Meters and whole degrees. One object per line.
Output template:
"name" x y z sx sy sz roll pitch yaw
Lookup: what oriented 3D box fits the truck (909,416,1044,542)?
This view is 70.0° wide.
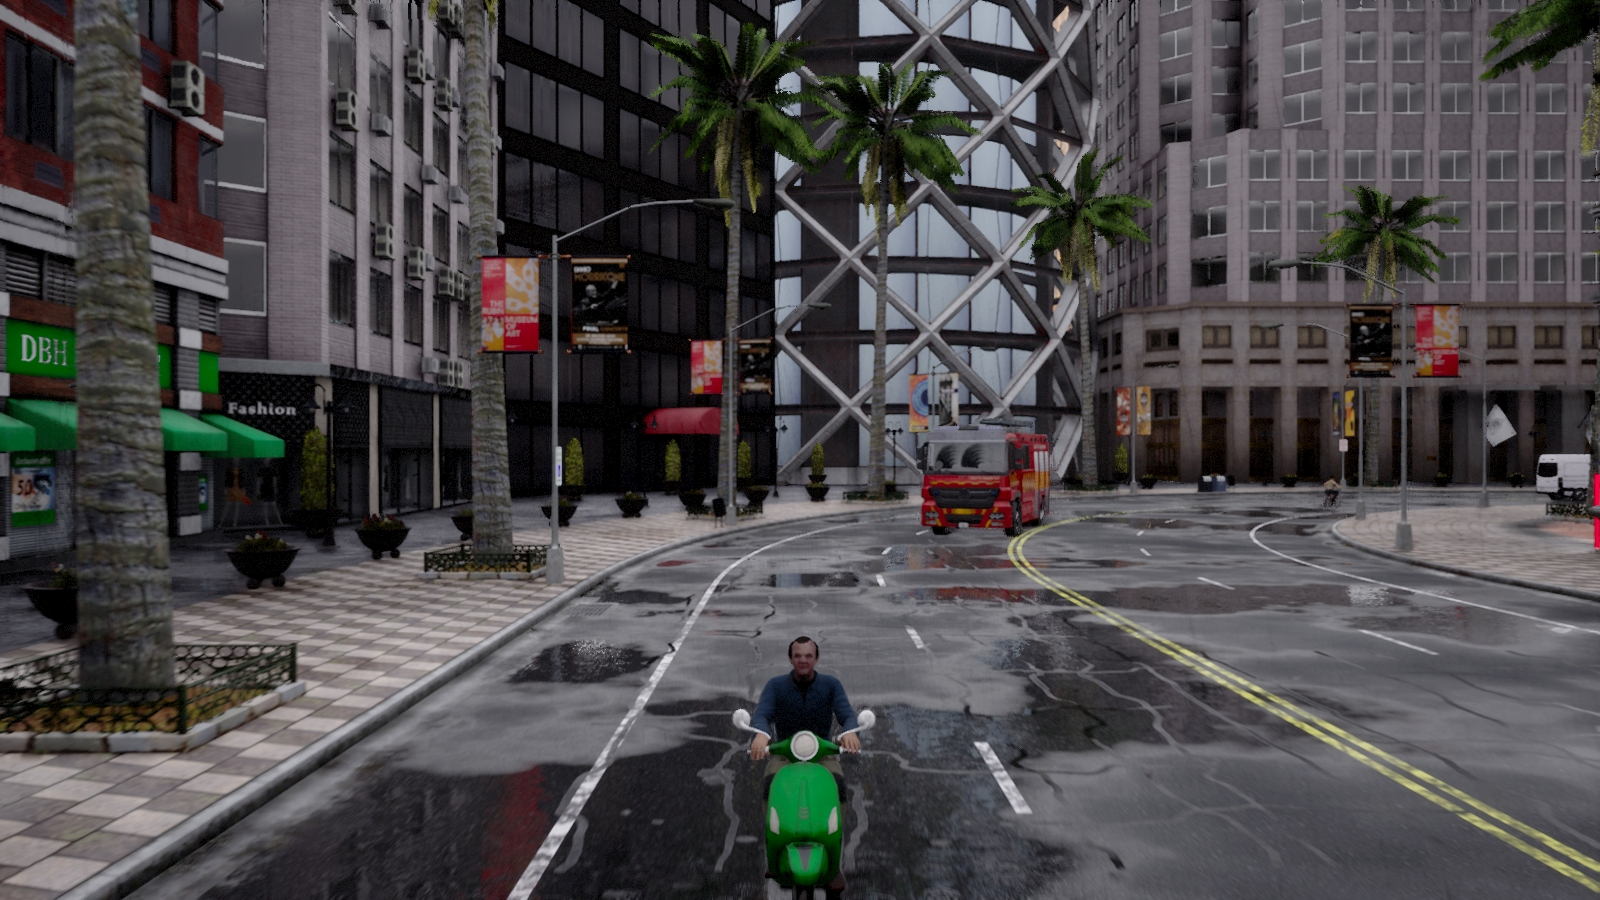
"truck" 6.271 0.888 39.339 2.891 3.827 8.468 0 0 21

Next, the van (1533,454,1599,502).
"van" 44.176 1.530 63.311 5.915 2.561 1.988 0 0 -3

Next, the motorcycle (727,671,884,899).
"motorcycle" 0.032 2.181 7.148 0.856 1.236 1.805 0 0 0
